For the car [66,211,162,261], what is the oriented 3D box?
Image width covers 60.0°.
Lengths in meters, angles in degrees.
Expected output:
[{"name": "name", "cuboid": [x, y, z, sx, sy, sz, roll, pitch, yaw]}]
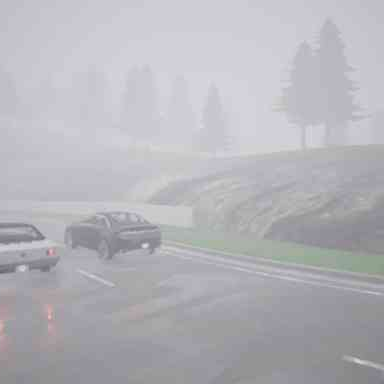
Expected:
[{"name": "car", "cuboid": [-3.067, 1.465, 12.283, 2.128, 1.511, 4.902, 0, 0, -41]}]

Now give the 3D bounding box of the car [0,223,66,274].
[{"name": "car", "cuboid": [-5.610, 1.567, 9.798, 1.895, 1.301, 4.718, 0, 0, -41]}]
